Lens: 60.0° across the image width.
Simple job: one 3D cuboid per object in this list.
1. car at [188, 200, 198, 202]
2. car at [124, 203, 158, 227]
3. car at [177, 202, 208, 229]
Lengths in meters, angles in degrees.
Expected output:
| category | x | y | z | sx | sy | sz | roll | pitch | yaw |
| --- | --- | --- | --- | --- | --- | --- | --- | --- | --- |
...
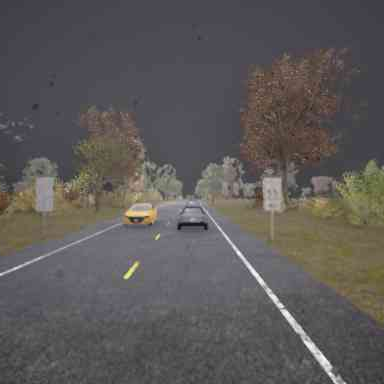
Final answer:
| category | x | y | z | sx | sy | sz | roll | pitch | yaw |
| --- | --- | --- | --- | --- | --- | --- | --- | --- | --- |
| car | 0.102 | 1.713 | 41.363 | 2.033 | 1.411 | 5.357 | 0 | 0 | 0 |
| car | -3.568 | 1.555 | 23.861 | 1.882 | 1.535 | 5.008 | 0 | 0 | 0 |
| car | 0.059 | 1.635 | 22.161 | 1.994 | 1.385 | 4.181 | 0 | 0 | 0 |
